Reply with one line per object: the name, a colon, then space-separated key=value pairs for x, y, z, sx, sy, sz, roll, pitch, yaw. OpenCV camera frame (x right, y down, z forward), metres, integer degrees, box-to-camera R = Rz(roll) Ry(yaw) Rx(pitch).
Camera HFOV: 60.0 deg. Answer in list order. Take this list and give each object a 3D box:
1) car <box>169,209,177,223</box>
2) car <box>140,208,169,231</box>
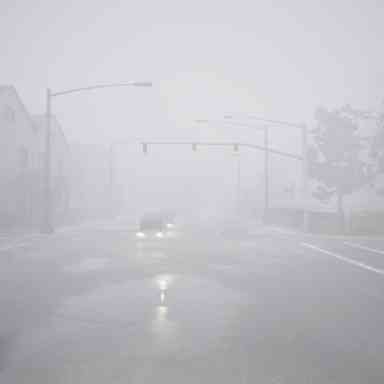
car: x=-3.301 y=2.730 z=39.356 sx=2.097 sy=1.767 sz=4.553 roll=0 pitch=-2 yaw=0
car: x=-3.377 y=2.503 z=29.402 sx=1.882 sy=1.535 sz=5.008 roll=0 pitch=-2 yaw=1
